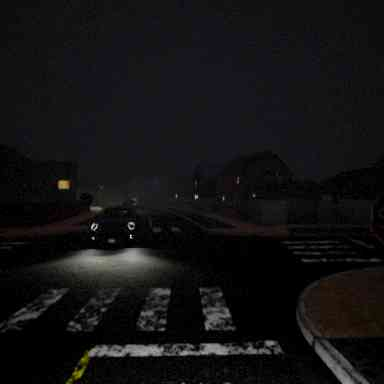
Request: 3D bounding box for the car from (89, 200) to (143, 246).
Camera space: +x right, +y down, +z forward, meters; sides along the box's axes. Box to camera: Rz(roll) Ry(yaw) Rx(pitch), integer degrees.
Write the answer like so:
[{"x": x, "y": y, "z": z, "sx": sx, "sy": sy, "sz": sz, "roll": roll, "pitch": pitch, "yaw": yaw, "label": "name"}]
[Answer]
[{"x": -3.574, "y": 1.476, "z": 16.225, "sx": 2.097, "sy": 1.767, "sz": 4.553, "roll": -1, "pitch": 0, "yaw": -5, "label": "car"}]
